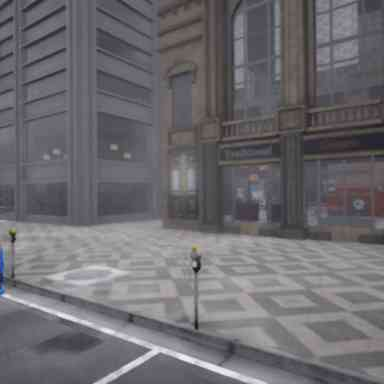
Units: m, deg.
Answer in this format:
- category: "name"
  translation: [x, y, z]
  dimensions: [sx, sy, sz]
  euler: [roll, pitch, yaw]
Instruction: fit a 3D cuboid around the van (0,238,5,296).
- category: "van"
  translation: [-5.551, 1.423, 6.925]
  dimensions: [3.998, 1.788, 1.690]
  euler: [-1, 0, 36]
